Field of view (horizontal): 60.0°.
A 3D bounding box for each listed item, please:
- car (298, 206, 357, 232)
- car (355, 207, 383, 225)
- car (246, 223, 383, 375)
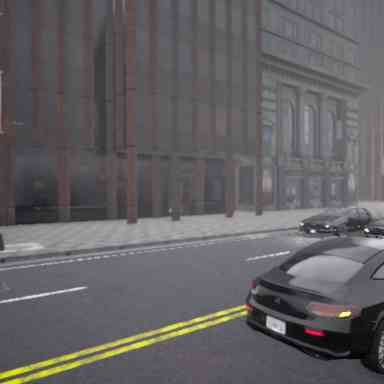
[{"bbox_3d":[7.888,1.455,17.300,5.357,1.411,2.033,0,0,-36],"label":"car"},{"bbox_3d":[9.642,1.456,14.558,5.357,1.411,2.033,0,0,-35],"label":"car"},{"bbox_3d":[2.931,1.494,5.517,4.674,1.442,1.812,0,0,-35],"label":"car"}]
